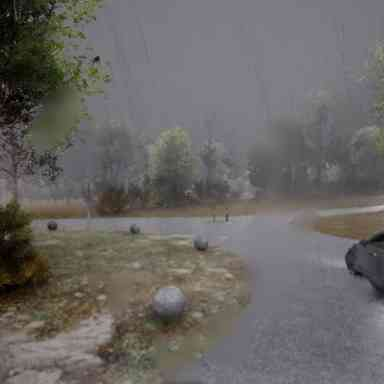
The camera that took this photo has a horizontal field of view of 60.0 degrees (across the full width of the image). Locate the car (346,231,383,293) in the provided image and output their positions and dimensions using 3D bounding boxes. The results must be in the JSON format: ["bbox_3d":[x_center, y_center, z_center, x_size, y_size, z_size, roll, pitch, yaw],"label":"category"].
[{"bbox_3d":[4.925,1.548,7.392,1.812,1.442,4.674,0,0,12],"label":"car"}]
